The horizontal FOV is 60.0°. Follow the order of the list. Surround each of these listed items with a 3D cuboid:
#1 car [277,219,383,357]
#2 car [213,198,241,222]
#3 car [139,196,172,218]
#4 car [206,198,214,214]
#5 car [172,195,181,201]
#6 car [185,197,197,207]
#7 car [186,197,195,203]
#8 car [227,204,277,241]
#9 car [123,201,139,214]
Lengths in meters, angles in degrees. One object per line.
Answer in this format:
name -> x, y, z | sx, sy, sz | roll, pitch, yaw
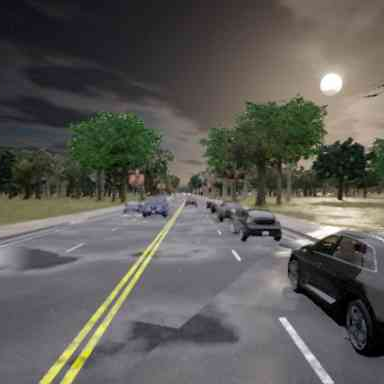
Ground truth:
car -> 3.249, 1.464, 6.074 | 2.033, 1.649, 4.856 | 0, 0, 0
car -> 3.212, 1.502, 28.055 | 2.097, 1.767, 4.553 | 0, 0, 0
car -> -3.399, 1.391, 32.124 | 2.150, 2.045, 5.566 | 0, 0, 0
car -> 3.174, 1.713, 39.120 | 2.163, 1.488, 4.792 | 0, 0, 0
car -> -3.513, 1.534, 72.250 | 1.837, 1.490, 4.892 | 0, 0, 0
car -> -0.170, 1.668, 59.045 | 2.097, 1.767, 4.553 | 0, 0, 0
car -> -0.306, 1.941, 78.175 | 1.994, 1.385, 4.181 | 0, 0, 0
car -> 3.199, 1.598, 17.219 | 1.837, 1.490, 4.892 | 0, 0, -2
car -> -6.663, 1.731, 38.352 | 1.812, 1.442, 4.674 | 0, 0, 0
